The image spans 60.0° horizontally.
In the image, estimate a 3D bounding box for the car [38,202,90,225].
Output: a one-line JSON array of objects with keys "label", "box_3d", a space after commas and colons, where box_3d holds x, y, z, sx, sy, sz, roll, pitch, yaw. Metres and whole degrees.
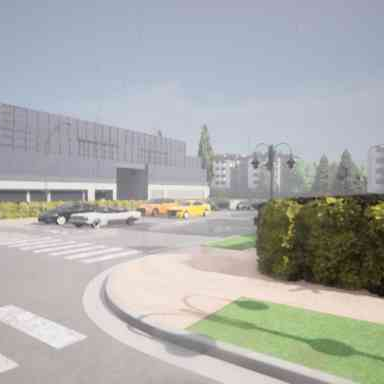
[{"label": "car", "box_3d": [-8.603, 1.522, 24.067, 1.837, 1.490, 4.892, 0, 0, 37]}]

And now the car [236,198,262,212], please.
[{"label": "car", "box_3d": [6.962, 1.506, 39.987, 2.128, 1.511, 4.902, 0, 0, 35]}]

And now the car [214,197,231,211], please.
[{"label": "car", "box_3d": [2.872, 1.369, 40.247, 2.097, 1.767, 4.553, 0, 0, 35]}]

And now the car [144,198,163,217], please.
[{"label": "car", "box_3d": [-3.284, 1.369, 31.507, 2.097, 1.767, 4.553, 0, 0, 35]}]

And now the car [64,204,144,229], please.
[{"label": "car", "box_3d": [-5.658, 1.618, 22.020, 1.895, 1.301, 4.718, 0, 0, 34]}]

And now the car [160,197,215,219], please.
[{"label": "car", "box_3d": [-0.269, 1.494, 29.710, 1.882, 1.535, 5.008, 0, 0, 35]}]
